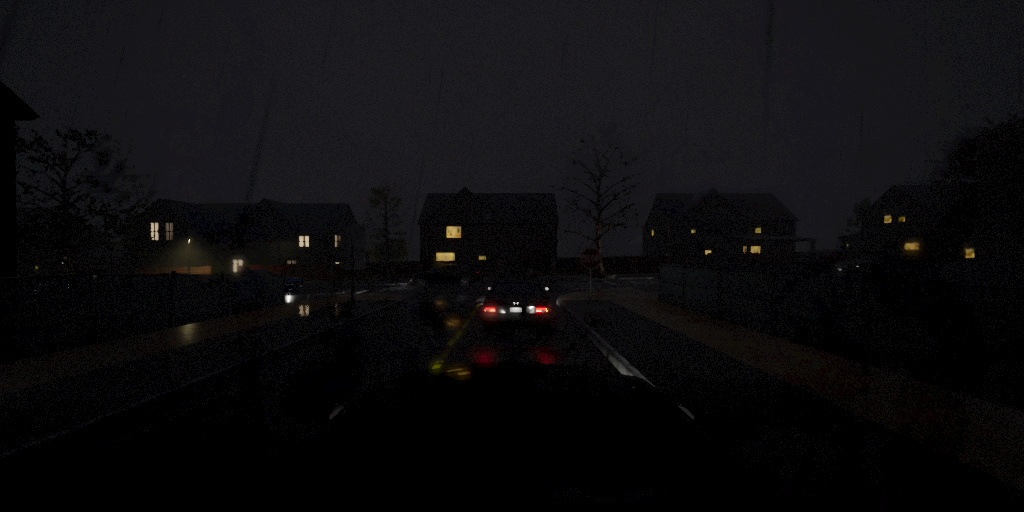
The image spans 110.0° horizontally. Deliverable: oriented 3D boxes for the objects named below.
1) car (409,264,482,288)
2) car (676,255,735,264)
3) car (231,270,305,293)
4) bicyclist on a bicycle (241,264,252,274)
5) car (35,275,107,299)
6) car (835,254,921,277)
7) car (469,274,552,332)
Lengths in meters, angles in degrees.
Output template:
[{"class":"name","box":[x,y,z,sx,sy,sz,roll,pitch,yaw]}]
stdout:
[{"class":"car","box":[-4.433,1.295,24.181,4.892,1.490,1.837,-1,1,0]},{"class":"car","box":[12.642,0.741,24.135,4.553,1.767,2.097,-1,1,0]},{"class":"car","box":[-15.022,1.562,21.251,5.008,1.535,1.882,-1,1,0]},{"class":"bicyclist on a bicycle","box":[-20.071,1.419,27.111,0.582,1.620,1.656,-1,1,0]},{"class":"car","box":[-25.321,1.855,21.277,4.674,1.442,1.812,-1,1,0]},{"class":"car","box":[24.550,0.600,24.104,4.902,1.511,2.128,-1,1,0]},{"class":"car","box":[0.169,1.298,10.842,2.033,1.411,5.357,0,0,2]}]
